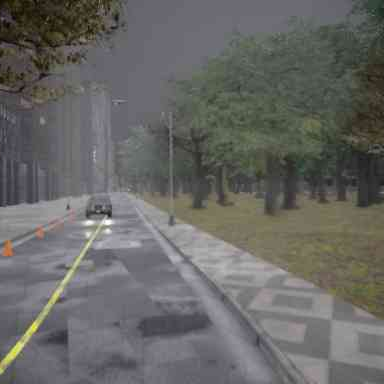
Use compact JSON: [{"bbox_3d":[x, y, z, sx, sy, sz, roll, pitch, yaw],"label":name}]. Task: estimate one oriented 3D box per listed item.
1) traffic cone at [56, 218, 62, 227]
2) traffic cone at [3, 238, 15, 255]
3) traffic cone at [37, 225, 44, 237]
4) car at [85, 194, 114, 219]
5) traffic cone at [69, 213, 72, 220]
[{"bbox_3d":[-8.844,2.008,22.116,0.340,0.580,0.340,0,0,-12],"label":"traffic cone"},{"bbox_3d":[-6.795,2.017,12.328,0.340,0.580,0.340,0,0,-12],"label":"traffic cone"},{"bbox_3d":[-7.819,2.017,17.222,0.340,0.580,0.340,0,0,-12],"label":"traffic cone"},{"bbox_3d":[-8.309,1.230,30.118,2.150,2.045,5.566,0,0,-13],"label":"car"},{"bbox_3d":[-9.869,1.995,27.011,0.340,0.580,0.340,0,0,-12],"label":"traffic cone"}]
